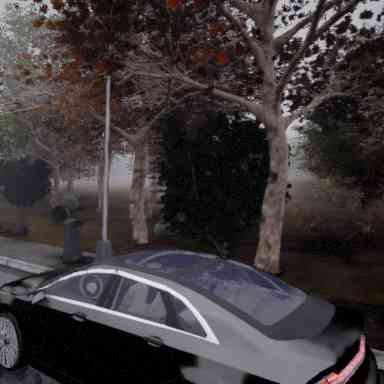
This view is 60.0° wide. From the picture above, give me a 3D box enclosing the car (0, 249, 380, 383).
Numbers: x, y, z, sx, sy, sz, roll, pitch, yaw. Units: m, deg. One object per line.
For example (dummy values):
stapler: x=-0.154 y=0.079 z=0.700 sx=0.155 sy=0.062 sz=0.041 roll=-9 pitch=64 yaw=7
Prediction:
car: x=-0.572 y=1.470 z=3.971 sx=4.902 sy=1.511 sz=2.128 roll=1 pitch=0 yaw=36
